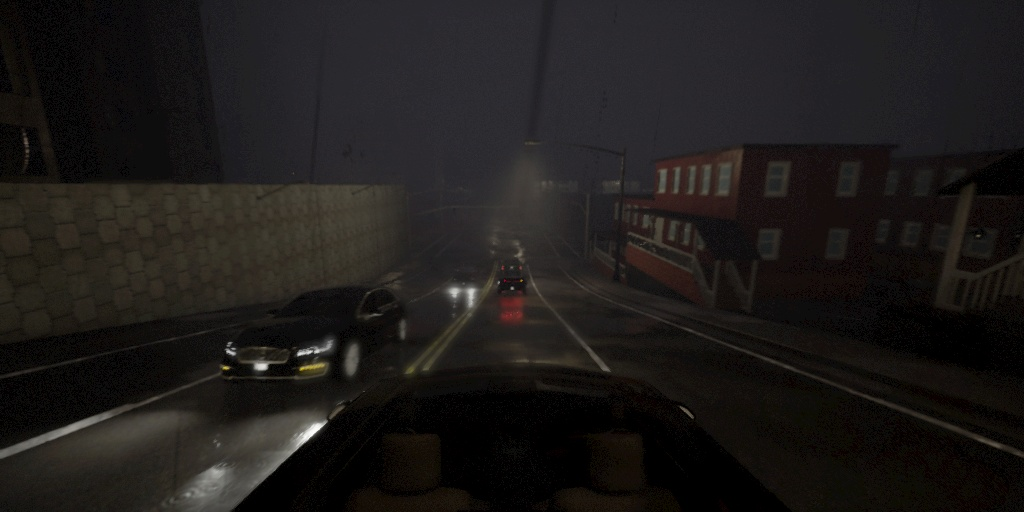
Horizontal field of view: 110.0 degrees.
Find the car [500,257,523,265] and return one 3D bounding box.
[{"bbox_3d":[-0.022,0.846,34.099,2.097,1.767,4.553,0,6,0],"label":"car"}]

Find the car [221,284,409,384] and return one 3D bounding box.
[{"bbox_3d":[-3.602,1.397,7.587,1.837,1.490,4.892,0,-1,0],"label":"car"}]

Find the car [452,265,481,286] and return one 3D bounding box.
[{"bbox_3d":[-3.520,1.471,28.762,2.033,1.411,5.357,0,3,0],"label":"car"}]

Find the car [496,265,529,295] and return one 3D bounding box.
[{"bbox_3d":[0.029,1.638,23.827,1.837,1.490,4.892,0,1,0],"label":"car"}]
